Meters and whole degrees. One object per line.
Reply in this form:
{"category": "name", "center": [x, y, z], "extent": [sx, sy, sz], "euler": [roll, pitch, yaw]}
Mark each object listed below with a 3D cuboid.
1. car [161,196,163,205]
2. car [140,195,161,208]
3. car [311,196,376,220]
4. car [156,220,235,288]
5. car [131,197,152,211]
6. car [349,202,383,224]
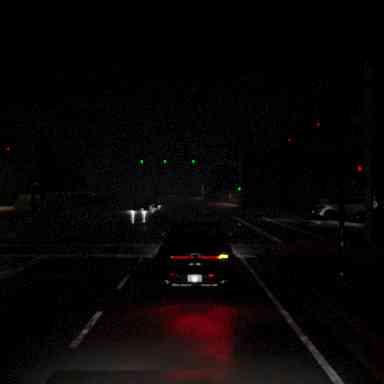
{"category": "car", "center": [-7.067, 1.631, 66.591], "extent": [2.150, 2.045, 5.566], "euler": [0, 0, 1]}
{"category": "car", "center": [-7.121, 1.568, 56.387], "extent": [2.150, 2.045, 5.566], "euler": [0, 0, 0]}
{"category": "car", "center": [13.455, 1.402, 29.369], "extent": [5.566, 2.045, 2.150], "euler": [0, 0, -1]}
{"category": "car", "center": [0.129, 1.565, 9.423], "extent": [1.837, 1.490, 4.892], "euler": [0, 0, 2]}
{"category": "car", "center": [-7.121, 1.812, 46.629], "extent": [1.812, 1.442, 4.674], "euler": [0, 0, 0]}
{"category": "car", "center": [15.226, 1.685, 25.921], "extent": [4.674, 1.442, 1.812], "euler": [0, 0, -1]}
